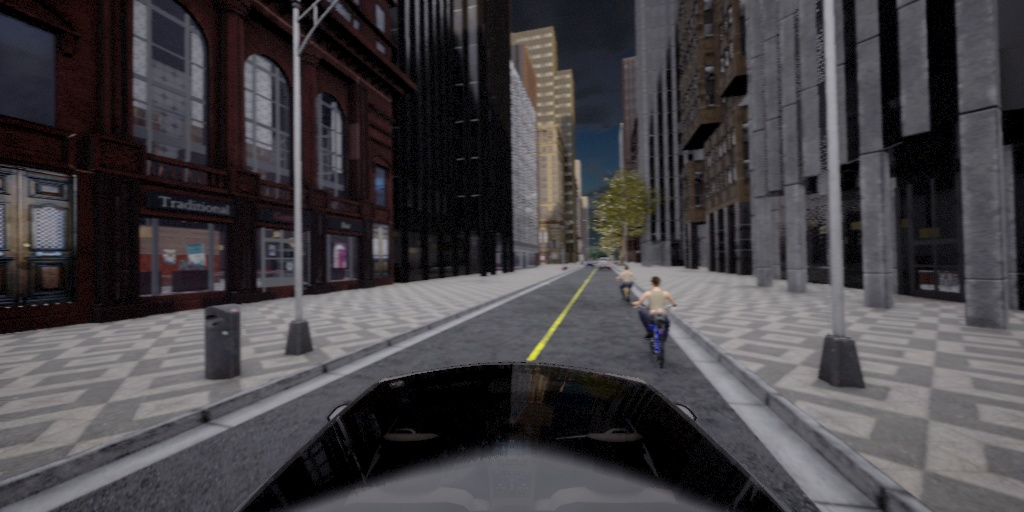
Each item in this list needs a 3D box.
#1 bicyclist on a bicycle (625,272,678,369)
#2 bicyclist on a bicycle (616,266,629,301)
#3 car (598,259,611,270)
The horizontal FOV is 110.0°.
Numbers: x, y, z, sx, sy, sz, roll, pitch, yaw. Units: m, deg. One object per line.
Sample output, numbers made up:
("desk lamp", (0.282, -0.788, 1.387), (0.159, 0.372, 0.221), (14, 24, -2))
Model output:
("bicyclist on a bicycle", (2.728, 1.179, 6.813), (0.866, 1.612, 1.509), (-1, -1, 14))
("bicyclist on a bicycle", (4.904, 1.220, 15.337), (0.866, 1.612, 1.509), (-1, -1, 14))
("car", (15.538, 1.637, 59.990), (2.033, 1.411, 5.357), (-1, -1, 13))
